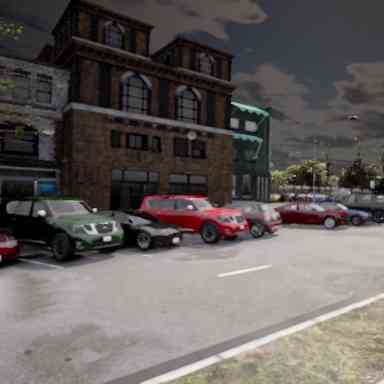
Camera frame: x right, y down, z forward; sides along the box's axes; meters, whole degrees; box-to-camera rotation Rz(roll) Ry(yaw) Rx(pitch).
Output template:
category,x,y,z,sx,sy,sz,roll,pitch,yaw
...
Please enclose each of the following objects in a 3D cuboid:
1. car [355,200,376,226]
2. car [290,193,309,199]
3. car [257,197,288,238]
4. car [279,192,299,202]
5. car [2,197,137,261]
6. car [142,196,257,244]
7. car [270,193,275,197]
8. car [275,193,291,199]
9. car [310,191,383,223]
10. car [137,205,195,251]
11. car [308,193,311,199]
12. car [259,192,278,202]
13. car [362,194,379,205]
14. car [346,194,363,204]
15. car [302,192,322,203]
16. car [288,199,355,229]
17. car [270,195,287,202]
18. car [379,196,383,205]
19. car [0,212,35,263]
category,x,y,z,sx,sy,sz,roll,pitch,yaw
car,9.702,1.451,22.814,4.674,1.452,2.002,-1,-1,35
car,17.413,1.026,51.134,2.231,1.521,4.892,0,-1,35
car,2.331,1.310,17.573,4.553,1.767,2.185,-1,0,35
car,21.816,1.248,74.635,2.435,2.045,5.566,1,-2,35
car,-5.021,1.206,12.364,5.566,2.045,2.435,-1,-1,35
car,-0.119,1.192,15.848,5.566,2.045,2.435,-1,-1,35
car,14.153,1.025,56.159,1.946,1.575,5.366,0,-1,35
car,15.716,0.900,53.548,2.185,1.767,4.553,0,-1,35
car,12.138,1.145,24.565,5.566,2.045,2.435,-1,0,35
car,-2.570,1.479,14.101,4.792,1.488,2.163,-1,-1,35
car,19.099,1.064,48.703,2.002,1.452,4.674,1,0,35
car,18.337,1.247,79.559,2.435,2.045,5.566,1,-1,35
car,32.085,1.368,59.668,2.185,1.767,4.553,1,-2,35
car,30.407,1.371,62.202,2.185,1.767,4.553,1,-2,35
car,25.220,1.245,69.614,2.435,2.045,5.566,1,-1,35
car,7.227,1.422,21.073,5.008,1.535,2.097,-1,-1,35
car,20.054,1.499,77.090,2.231,1.521,4.892,1,-2,35
car,33.825,1.496,57.207,2.231,1.521,4.892,1,-1,35
car,-7.468,1.494,10.616,4.792,1.488,2.163,-1,-1,35
